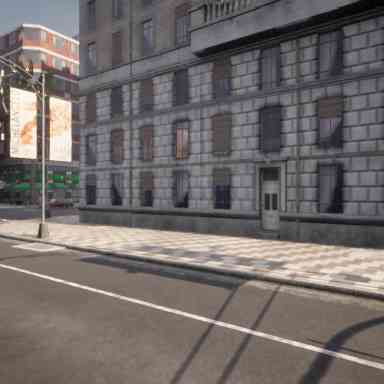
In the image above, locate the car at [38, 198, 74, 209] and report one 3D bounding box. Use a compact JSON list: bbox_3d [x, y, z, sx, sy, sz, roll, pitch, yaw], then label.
[{"bbox_3d":[-18.067,1.526,44.397,1.812,1.442,4.674,0,0,36],"label":"car"}]
